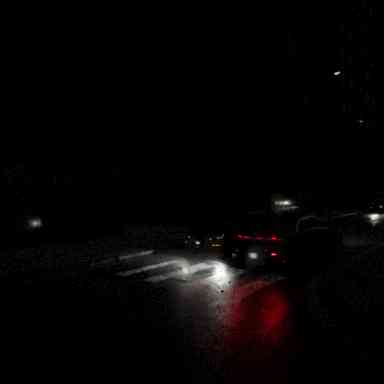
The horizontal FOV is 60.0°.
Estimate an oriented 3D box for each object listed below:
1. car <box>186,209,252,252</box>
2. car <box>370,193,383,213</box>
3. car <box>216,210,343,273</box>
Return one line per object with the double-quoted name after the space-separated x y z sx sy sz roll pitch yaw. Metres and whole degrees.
1.790 1.500 13.381 1.837 1.490 4.892 -2 -1 41 "car"
20.206 1.070 34.430 2.150 2.045 5.566 -2 -1 41 "car"
3.181 1.420 10.488 2.128 1.511 4.902 -2 -1 41 "car"
